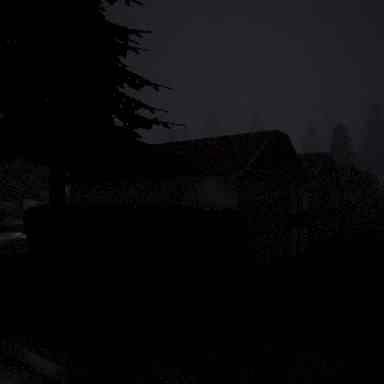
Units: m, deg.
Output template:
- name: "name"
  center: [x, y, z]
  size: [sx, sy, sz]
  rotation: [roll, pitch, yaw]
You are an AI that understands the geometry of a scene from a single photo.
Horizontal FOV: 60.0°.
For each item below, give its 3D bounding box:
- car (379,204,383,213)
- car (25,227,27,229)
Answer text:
- name: "car"
  center: [22.620, 2.039, 41.475]
  size: [4.902, 1.511, 2.128]
  rotation: [-1, -1, 29]
- name: "car"
  center: [-9.408, 1.868, 23.729]
  size: [2.097, 1.767, 4.553]
  rotation: [-1, -1, 36]
